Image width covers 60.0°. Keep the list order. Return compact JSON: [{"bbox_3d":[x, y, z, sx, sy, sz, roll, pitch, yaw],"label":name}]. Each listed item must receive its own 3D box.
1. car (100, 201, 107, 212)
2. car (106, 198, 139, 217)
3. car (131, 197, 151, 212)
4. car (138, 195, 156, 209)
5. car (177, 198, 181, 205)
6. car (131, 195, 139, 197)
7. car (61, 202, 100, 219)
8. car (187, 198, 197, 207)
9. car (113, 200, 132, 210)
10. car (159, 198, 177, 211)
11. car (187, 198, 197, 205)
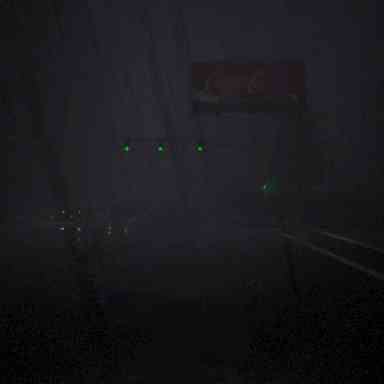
[{"bbox_3d":[-10.598,1.795,40.937,1.882,1.535,5.008,0,0,0],"label":"car"},{"bbox_3d":[-7.094,1.746,34.557,1.882,1.535,5.008,0,0,0],"label":"car"},{"bbox_3d":[-7.094,1.819,43.988,1.882,1.535,5.008,0,0,0],"label":"car"},{"bbox_3d":[-7.078,1.771,54.025,2.097,1.767,4.553,0,0,0],"label":"car"},{"bbox_3d":[-3.521,2.089,72.834,2.128,1.511,4.902,0,0,-6],"label":"car"},{"bbox_3d":[-10.534,1.698,62.462,2.150,2.045,5.566,0,1,1],"label":"car"},{"bbox_3d":[-10.616,1.846,31.546,1.895,1.301,4.718,0,0,1],"label":"car"},{"bbox_3d":[-0.019,2.094,63.752,1.895,1.301,4.718,0,0,0],"label":"car"},{"bbox_3d":[-10.589,1.996,51.014,1.895,1.301,4.718,0,0,0],"label":"car"},{"bbox_3d":[-3.412,1.832,45.688,1.882,1.535,5.008,0,0,0],"label":"car"},{"bbox_3d":[-0.021,2.035,72.789,2.128,1.511,4.902,0,0,0],"label":"car"}]
